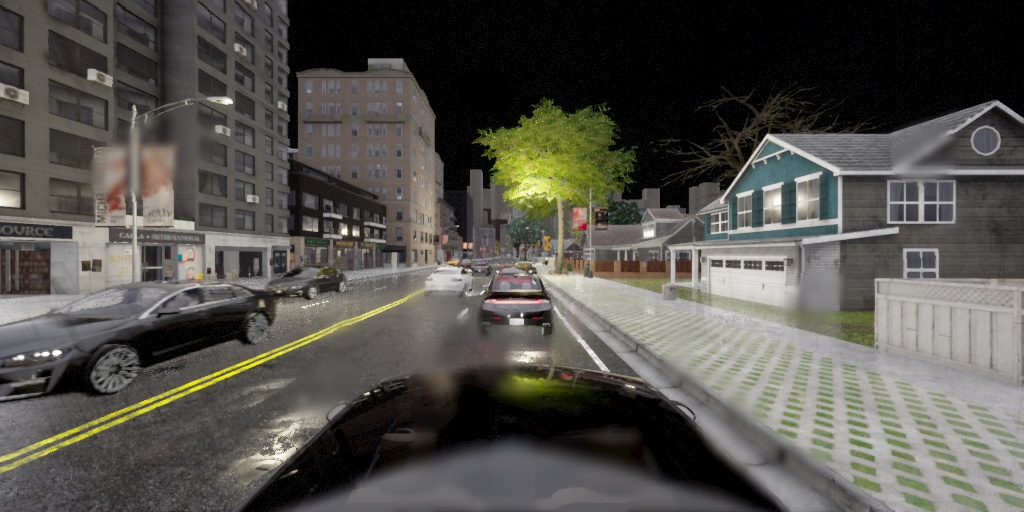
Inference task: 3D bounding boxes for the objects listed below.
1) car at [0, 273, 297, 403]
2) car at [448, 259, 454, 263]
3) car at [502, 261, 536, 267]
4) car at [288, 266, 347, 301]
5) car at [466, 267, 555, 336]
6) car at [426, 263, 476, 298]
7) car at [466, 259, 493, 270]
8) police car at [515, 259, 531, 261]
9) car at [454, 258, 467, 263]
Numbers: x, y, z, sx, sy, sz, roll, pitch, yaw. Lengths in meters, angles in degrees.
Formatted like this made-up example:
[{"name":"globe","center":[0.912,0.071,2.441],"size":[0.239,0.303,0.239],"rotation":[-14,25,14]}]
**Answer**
[{"name":"car","center":[-6.593,1.240,6.643],"size":[2.128,1.511,4.902],"rotation":[0,0,0]},{"name":"car","center":[-9.755,1.161,61.147],"size":[1.882,1.535,5.008],"rotation":[0,0,0]},{"name":"car","center":[0.122,1.217,19.860],"size":[1.882,1.535,5.008],"rotation":[0,0,0]},{"name":"car","center":[-9.830,1.247,17.529],"size":[1.837,1.490,4.892],"rotation":[0,0,0]},{"name":"car","center":[0.113,1.238,10.357],"size":[2.128,1.511,4.902],"rotation":[0,0,0]},{"name":"car","center":[-3.129,1.267,18.414],"size":[1.812,1.442,4.674],"rotation":[0,0,0]},{"name":"car","center":[-3.108,1.209,36.907],"size":[2.128,1.511,4.902],"rotation":[0,0,0]},{"name":"police car","center":[1.008,1.153,29.590],"size":[1.930,1.638,5.238],"rotation":[0,0,0]},{"name":"car","center":[-6.542,1.176,50.778],"size":[1.882,1.535,5.008],"rotation":[0,1,0]}]
